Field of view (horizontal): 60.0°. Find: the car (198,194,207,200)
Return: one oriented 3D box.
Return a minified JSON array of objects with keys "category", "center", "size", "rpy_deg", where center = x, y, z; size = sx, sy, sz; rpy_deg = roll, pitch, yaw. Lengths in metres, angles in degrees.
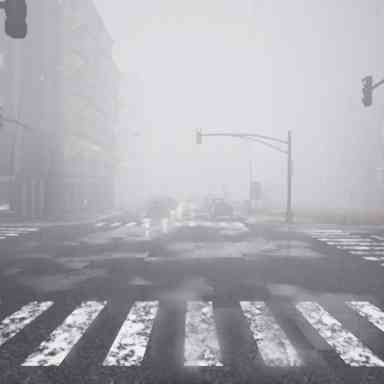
[{"category":"car","center":[2.720,1.294,86.427],"size":[1.967,1.590,4.097],"rpy_deg":[-1,0,0]}]

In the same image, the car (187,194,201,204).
[{"category":"car","center":[0.128,1.466,60.369],"size":[2.033,1.411,5.357],"rpy_deg":[0,0,0]}]

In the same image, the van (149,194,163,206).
[{"category":"van","center":[-5.681,1.275,52.523],"size":[1.690,1.788,3.998],"rpy_deg":[-1,0,0]}]

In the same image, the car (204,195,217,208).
[{"category":"car","center":[2.661,1.402,35.615],"size":[1.967,1.590,4.097],"rpy_deg":[-1,0,0]}]

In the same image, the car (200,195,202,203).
[{"category":"car","center":[2.669,1.479,52.553],"size":[1.887,1.381,4.507],"rpy_deg":[-1,0,0]}]

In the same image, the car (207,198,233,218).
[{"category":"car","center":[2.660,1.515,29.969],"size":[1.887,1.381,4.507],"rpy_deg":[-1,0,0]}]

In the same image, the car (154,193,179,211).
[{"category":"car","center":[-3.072,1.306,40.514],"size":[2.097,1.767,4.553],"rpy_deg":[0,0,0]}]

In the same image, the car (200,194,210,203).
[{"category":"car","center":[2.682,1.338,69.490],"size":[1.967,1.590,4.097],"rpy_deg":[-1,0,0]}]

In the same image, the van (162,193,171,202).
[{"category":"van","center":[-5.671,1.226,75.108],"size":[1.690,1.788,3.998],"rpy_deg":[-1,0,0]}]

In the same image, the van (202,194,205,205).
[{"category":"van","center":[2.664,1.285,46.907],"size":[1.690,1.788,3.998],"rpy_deg":[-1,0,0]}]

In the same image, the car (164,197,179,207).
[{"category":"car","center":[-3.056,1.502,50.479],"size":[1.994,1.385,4.181],"rpy_deg":[0,0,0]}]

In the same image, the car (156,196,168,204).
[{"category":"car","center":[-5.673,1.456,63.815],"size":[1.887,1.381,4.507],"rpy_deg":[-1,0,0]}]

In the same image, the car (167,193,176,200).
[{"category":"car","center":[-5.663,1.153,92.047],"size":[2.192,1.841,5.009],"rpy_deg":[-1,0,0]}]

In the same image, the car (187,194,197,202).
[{"category":"car","center":[0.060,1.249,70.996],"size":[2.097,1.767,4.553],"rpy_deg":[0,0,0]}]

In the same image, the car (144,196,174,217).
[{"category":"car","center":[-3.081,1.446,31.200],"size":[1.882,1.535,5.008],"rpy_deg":[0,0,0]}]
